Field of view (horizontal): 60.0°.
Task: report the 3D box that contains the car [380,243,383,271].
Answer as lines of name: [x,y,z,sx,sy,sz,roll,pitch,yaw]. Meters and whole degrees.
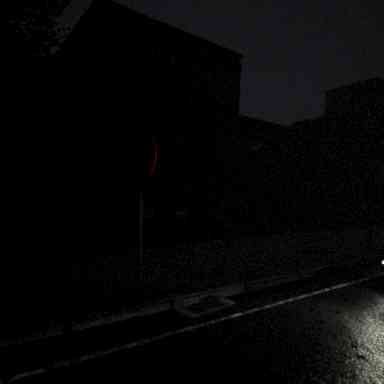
car: [7.283,1.297,8.868,5.566,2.045,2.150,0,0,-35]
